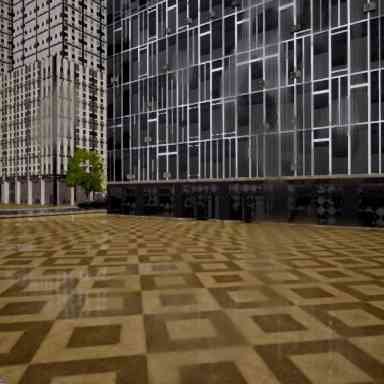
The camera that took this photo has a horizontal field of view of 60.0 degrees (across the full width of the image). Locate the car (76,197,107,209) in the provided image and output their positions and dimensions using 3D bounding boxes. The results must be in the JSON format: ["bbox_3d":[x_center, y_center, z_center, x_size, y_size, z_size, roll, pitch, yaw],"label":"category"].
[{"bbox_3d":[-14.151,1.749,47.804,1.895,1.301,4.718,0,0,35],"label":"car"}]
